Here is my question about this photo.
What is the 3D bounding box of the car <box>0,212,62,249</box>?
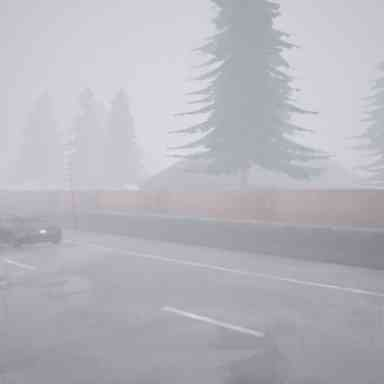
[{"bbox_3d":[-7.566,1.576,14.831,4.181,1.385,1.994,0,0,41],"label":"car"}]
